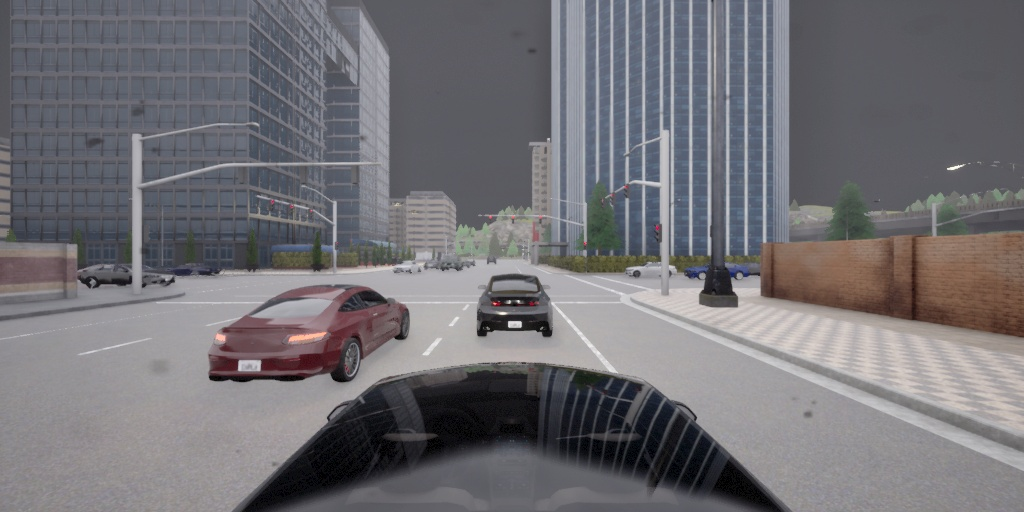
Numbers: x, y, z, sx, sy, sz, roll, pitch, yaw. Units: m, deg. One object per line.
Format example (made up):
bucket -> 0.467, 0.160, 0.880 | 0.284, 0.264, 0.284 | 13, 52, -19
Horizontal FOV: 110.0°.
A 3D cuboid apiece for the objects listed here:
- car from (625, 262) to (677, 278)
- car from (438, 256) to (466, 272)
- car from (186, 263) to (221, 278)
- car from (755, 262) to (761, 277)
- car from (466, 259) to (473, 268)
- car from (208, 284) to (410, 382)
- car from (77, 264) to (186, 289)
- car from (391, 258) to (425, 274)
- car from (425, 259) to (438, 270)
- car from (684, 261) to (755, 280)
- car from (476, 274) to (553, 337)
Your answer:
car -> 13.030, 1.274, 33.763 | 4.674, 1.442, 1.812 | 0, 0, 1
car -> -7.855, 0.969, 47.114 | 2.150, 2.045, 5.566 | 0, 0, -1
car -> -30.099, 1.349, 33.389 | 4.718, 1.301, 1.895 | 0, 0, -1
car -> 22.678, 1.296, 33.867 | 5.357, 1.411, 2.033 | 0, 0, -1
car -> -8.031, 1.311, 59.323 | 1.994, 1.385, 4.181 | 0, 0, 0
car -> -3.437, 1.275, 7.010 | 1.812, 1.442, 4.674 | 0, 0, 0
car -> -24.228, 1.240, 22.716 | 4.902, 1.511, 2.128 | 0, 0, 0
car -> -11.711, 1.274, 40.298 | 1.812, 1.442, 4.674 | 0, 0, 5
car -> -11.441, 1.240, 52.251 | 2.128, 1.511, 4.902 | 0, 0, -1
car -> 17.212, 1.226, 30.319 | 5.008, 1.535, 1.882 | 0, 0, 0
car -> 0.065, 1.254, 10.275 | 1.837, 1.490, 4.892 | 0, 0, 0
